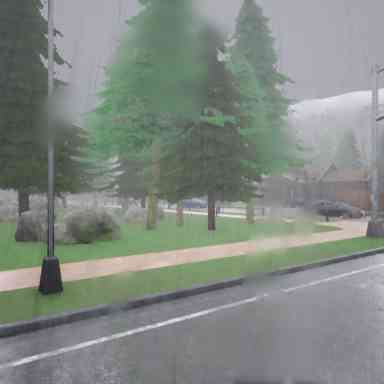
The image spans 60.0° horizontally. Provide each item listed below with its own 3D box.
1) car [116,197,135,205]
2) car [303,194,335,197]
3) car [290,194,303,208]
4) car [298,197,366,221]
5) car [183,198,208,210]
[{"bbox_3d":[-11.268,1.587,57.215,1.994,1.385,4.181,0,0,-43],"label":"car"},{"bbox_3d":[16.682,1.160,42.408,4.605,1.855,1.932,0,0,-37],"label":"car"},{"bbox_3d":[14.856,1.161,44.179,3.866,1.878,1.905,0,0,-37],"label":"car"},{"bbox_3d":[11.717,1.477,27.478,2.128,1.511,4.902,0,0,-37],"label":"car"},{"bbox_3d":[0.480,1.463,42.404,1.882,1.535,5.008,0,0,-37],"label":"car"}]
